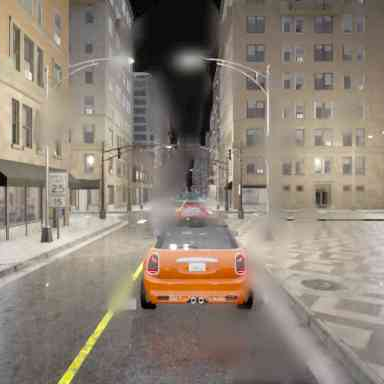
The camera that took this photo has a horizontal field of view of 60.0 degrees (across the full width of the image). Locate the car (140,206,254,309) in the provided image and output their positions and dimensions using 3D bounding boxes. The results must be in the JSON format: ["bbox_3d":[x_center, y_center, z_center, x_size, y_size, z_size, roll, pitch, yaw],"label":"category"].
[{"bbox_3d":[0.083,1.352,8.018,2.097,1.767,4.553,0,0,0],"label":"car"}]

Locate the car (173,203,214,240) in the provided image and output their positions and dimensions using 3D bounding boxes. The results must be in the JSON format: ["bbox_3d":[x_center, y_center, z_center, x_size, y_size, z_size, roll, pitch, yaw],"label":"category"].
[{"bbox_3d":[0.070,1.476,18.011,1.882,1.535,5.008,0,0,0],"label":"car"}]
